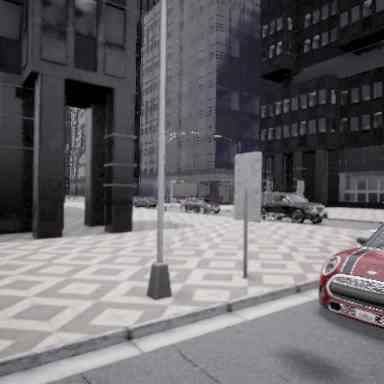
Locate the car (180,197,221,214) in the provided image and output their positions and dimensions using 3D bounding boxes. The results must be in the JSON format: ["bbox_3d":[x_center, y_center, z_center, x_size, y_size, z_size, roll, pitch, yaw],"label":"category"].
[{"bbox_3d":[0.766,1.285,31.250,1.837,1.490,4.892,1,0,-35],"label":"car"}]

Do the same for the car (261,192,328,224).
[{"bbox_3d":[6.559,1.048,22.983,2.150,2.045,5.566,1,0,-32],"label":"car"}]

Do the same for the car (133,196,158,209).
[{"bbox_3d":[-5.248,1.275,39.859,2.033,1.411,5.357,1,0,-35],"label":"car"}]

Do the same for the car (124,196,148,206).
[{"bbox_3d":[-8.405,1.281,49.939,1.994,1.385,4.181,1,0,-34],"label":"car"}]

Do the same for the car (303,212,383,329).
[{"bbox_3d":[4.503,1.317,6.469,4.553,1.767,2.097,0,0,-36],"label":"car"}]
